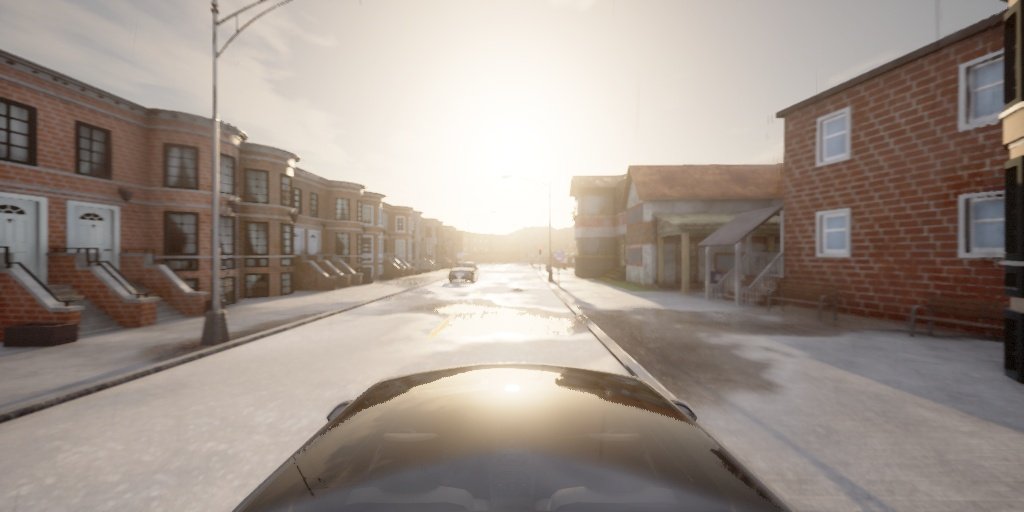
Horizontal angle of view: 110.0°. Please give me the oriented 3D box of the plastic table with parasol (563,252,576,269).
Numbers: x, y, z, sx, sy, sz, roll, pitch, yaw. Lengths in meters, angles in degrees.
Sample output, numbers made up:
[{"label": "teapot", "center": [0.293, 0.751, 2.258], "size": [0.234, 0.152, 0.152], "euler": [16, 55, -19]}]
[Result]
[{"label": "plastic table with parasol", "center": [11.230, 0.605, 62.958], "size": [2.482, 2.480, 2.482], "euler": [0, 0, -39]}]

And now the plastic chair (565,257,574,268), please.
[{"label": "plastic chair", "center": [10.185, 1.212, 62.233], "size": [0.730, 1.272, 0.750], "euler": [0, 0, -39]}]

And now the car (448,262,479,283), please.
[{"label": "car", "center": [-3.616, 1.199, 27.455], "size": [2.128, 1.511, 4.902], "euler": [0, 0, 1]}]
